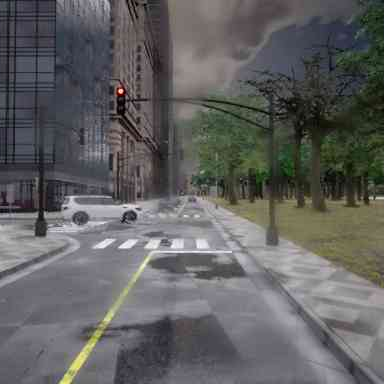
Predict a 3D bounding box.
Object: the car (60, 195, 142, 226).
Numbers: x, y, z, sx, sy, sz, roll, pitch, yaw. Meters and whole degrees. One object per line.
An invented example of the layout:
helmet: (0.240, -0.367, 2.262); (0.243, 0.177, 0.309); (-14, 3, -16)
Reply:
car: (-6.359, 1.266, 23.516); (5.566, 2.045, 2.150); (0, -1, -23)

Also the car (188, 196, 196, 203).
car: (0.089, 1.774, 79.422); (2.128, 1.511, 4.902); (0, 0, 0)

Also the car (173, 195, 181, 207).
car: (-3.041, 1.624, 49.544); (1.837, 1.490, 4.892); (0, 0, 0)

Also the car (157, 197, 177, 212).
car: (-3.083, 1.627, 39.411); (2.033, 1.411, 5.357); (0, 0, -4)
